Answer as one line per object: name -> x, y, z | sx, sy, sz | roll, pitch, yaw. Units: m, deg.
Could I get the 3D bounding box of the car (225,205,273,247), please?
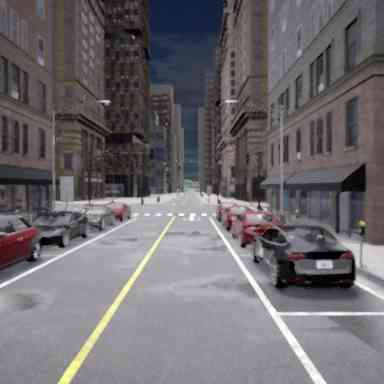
car -> 2.742, 1.488, 14.472 | 1.887, 1.381, 4.507 | -1, 0, 0

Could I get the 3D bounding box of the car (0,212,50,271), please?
car -> -5.780, 1.410, 8.960 | 1.967, 1.590, 4.097 | -1, 0, 0

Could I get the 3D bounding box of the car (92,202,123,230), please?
car -> -5.787, 1.481, 19.971 | 2.008, 1.369, 4.403 | -1, 0, 0

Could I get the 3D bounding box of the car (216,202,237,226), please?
car -> 2.738, 1.468, 19.978 | 1.887, 1.381, 4.507 | -1, 0, 0

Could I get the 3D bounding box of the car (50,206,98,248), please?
car -> -5.783, 1.516, 14.466 | 1.947, 1.339, 4.313 | -1, 0, 0

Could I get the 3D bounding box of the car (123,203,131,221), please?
car -> -5.792, 1.454, 25.477 | 1.887, 1.381, 4.507 | -1, 0, 0

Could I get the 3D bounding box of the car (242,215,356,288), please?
car -> 2.746, 1.529, 8.968 | 1.947, 1.339, 4.313 | -1, 0, 0
